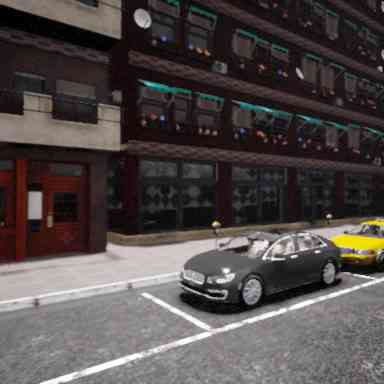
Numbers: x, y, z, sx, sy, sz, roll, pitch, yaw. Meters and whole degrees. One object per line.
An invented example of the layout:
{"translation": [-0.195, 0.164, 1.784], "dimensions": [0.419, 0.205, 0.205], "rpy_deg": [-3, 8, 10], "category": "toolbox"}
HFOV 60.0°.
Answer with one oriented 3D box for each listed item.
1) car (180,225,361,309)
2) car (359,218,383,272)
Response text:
{"translation": [1.779, 1.566, 7.828], "dimensions": [4.403, 1.369, 2.008], "rpy_deg": [0, 0, -36], "category": "car"}
{"translation": [6.150, 1.554, 10.947], "dimensions": [4.829, 1.417, 1.752], "rpy_deg": [0, 0, -36], "category": "car"}
